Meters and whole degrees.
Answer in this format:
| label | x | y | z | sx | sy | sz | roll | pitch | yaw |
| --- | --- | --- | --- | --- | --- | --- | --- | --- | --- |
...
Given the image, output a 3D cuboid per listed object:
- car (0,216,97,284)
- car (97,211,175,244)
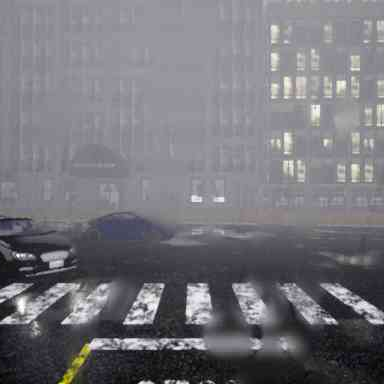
| label | x | y | z | sx | sy | sz | roll | pitch | yaw |
| --- | --- | --- | --- | --- | --- | --- | --- | --- | --- |
| car | -5.275 | 1.485 | 9.642 | 4.902 | 1.511 | 2.128 | 1 | 0 | 37 |
| car | -2.870 | 1.579 | 15.375 | 4.181 | 1.385 | 1.994 | 0 | 0 | 1 |
